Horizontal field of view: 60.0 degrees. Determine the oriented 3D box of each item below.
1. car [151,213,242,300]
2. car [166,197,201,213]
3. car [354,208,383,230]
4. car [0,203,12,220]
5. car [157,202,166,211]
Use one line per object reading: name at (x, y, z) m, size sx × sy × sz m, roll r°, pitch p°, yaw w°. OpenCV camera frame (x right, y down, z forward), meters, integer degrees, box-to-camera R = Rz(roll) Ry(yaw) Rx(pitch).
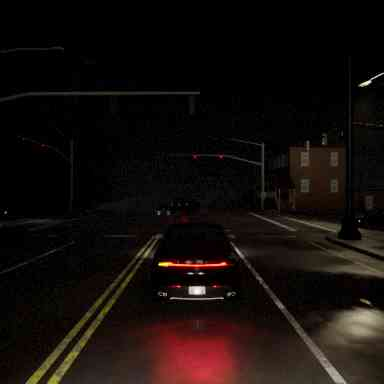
car at (0.086, 1.505, 8.346) m, size 1.837 × 1.490 × 4.892 m, roll 0°, pitch 0°, yaw 0°
car at (-0.618, 1.286, 34.704) m, size 2.097 × 1.767 × 4.553 m, roll -1°, pitch 0°, yaw 18°
car at (16.625, 2.400, 28.834) m, size 5.566 × 2.045 × 2.150 m, roll 9°, pitch 0°, yaw 0°
car at (-16.943, 1.221, 25.507) m, size 5.566 × 2.045 × 2.150 m, roll 0°, pitch 0°, yaw 1°
car at (-3.673, 2.056, 45.643) m, size 2.033 × 1.411 × 5.357 m, roll 0°, pitch -4°, yaw 0°
